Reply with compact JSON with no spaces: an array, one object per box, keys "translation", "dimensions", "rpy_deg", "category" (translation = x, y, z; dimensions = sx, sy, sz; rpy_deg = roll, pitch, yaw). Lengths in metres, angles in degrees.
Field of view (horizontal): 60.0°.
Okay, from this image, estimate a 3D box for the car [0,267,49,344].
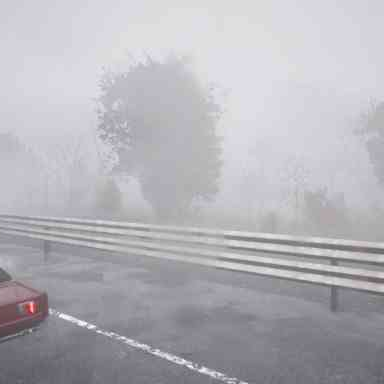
[{"translation":[-4.400,1.602,5.343],"dimensions":[4.718,1.301,1.895],"rpy_deg":[0,0,37],"category":"car"}]
